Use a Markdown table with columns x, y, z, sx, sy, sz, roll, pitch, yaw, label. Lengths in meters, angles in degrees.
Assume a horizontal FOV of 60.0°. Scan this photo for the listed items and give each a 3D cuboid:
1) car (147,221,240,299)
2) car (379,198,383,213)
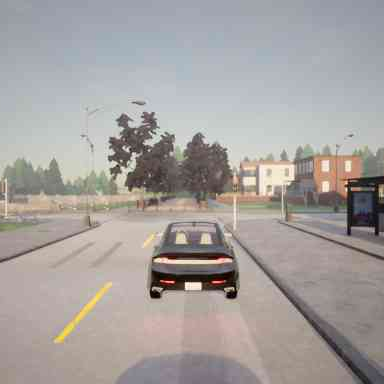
| x | y | z | sx | sy | sz | roll | pitch | yaw | label |
| --- | --- | --- | --- | --- | --- | --- | --- | --- | --- |
| 0.047 | 1.491 | 8.436 | 2.128 | 1.511 | 4.902 | 0 | 0 | 1 | car |
| 18.435 | 1.352 | 33.333 | 4.553 | 1.767 | 2.097 | 0 | 0 | 0 | car |
